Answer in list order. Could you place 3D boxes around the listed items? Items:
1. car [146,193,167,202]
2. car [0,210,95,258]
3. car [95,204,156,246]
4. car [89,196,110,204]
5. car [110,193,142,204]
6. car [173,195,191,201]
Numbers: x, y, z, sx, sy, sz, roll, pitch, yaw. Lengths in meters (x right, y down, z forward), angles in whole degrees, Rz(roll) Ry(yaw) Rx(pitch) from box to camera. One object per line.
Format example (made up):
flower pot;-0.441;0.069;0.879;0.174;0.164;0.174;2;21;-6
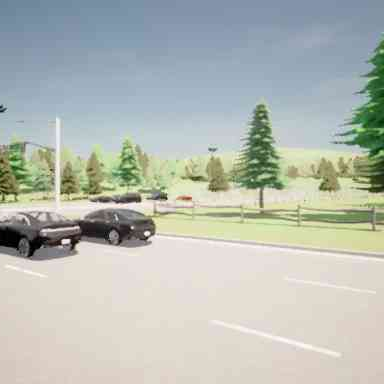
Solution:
car;-8.102;1.177;76.659;2.150;2.045;5.566;0;0;35
car;-6.271;1.484;12.795;4.902;1.511;2.128;0;0;36
car;-3.845;1.497;15.361;4.892;1.490;1.837;0;0;36
car;-17.341;1.469;63.546;1.837;1.490;4.892;0;0;35
car;-11.474;1.189;59.782;2.150;2.045;5.566;0;0;36
car;-2.086;1.432;73.039;1.882;1.535;5.008;0;0;35
